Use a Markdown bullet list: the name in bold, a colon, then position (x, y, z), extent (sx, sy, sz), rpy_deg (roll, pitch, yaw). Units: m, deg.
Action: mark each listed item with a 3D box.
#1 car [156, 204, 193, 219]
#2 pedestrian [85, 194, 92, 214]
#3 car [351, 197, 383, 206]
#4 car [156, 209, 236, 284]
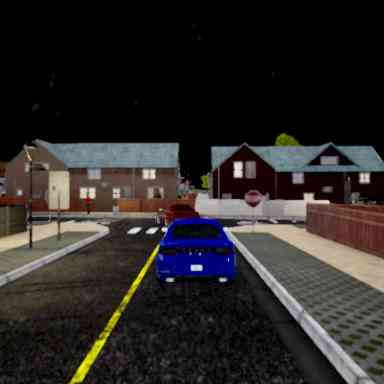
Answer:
- **car**: position (-0.993, 1.496, 21.424), extent (1.882, 1.535, 5.008), rpy_deg (1, 0, -16)
- **pedestrian**: position (-9.356, 1.083, 30.080), extent (0.375, 1.860, 0.375), rpy_deg (0, -1, 1)
- **car**: position (14.270, 1.398, 26.629), extent (5.566, 2.045, 2.150), rpy_deg (1, 0, 1)
- **car**: position (0.099, 1.487, 9.656), extent (1.882, 1.535, 5.008), rpy_deg (0, 0, 0)
